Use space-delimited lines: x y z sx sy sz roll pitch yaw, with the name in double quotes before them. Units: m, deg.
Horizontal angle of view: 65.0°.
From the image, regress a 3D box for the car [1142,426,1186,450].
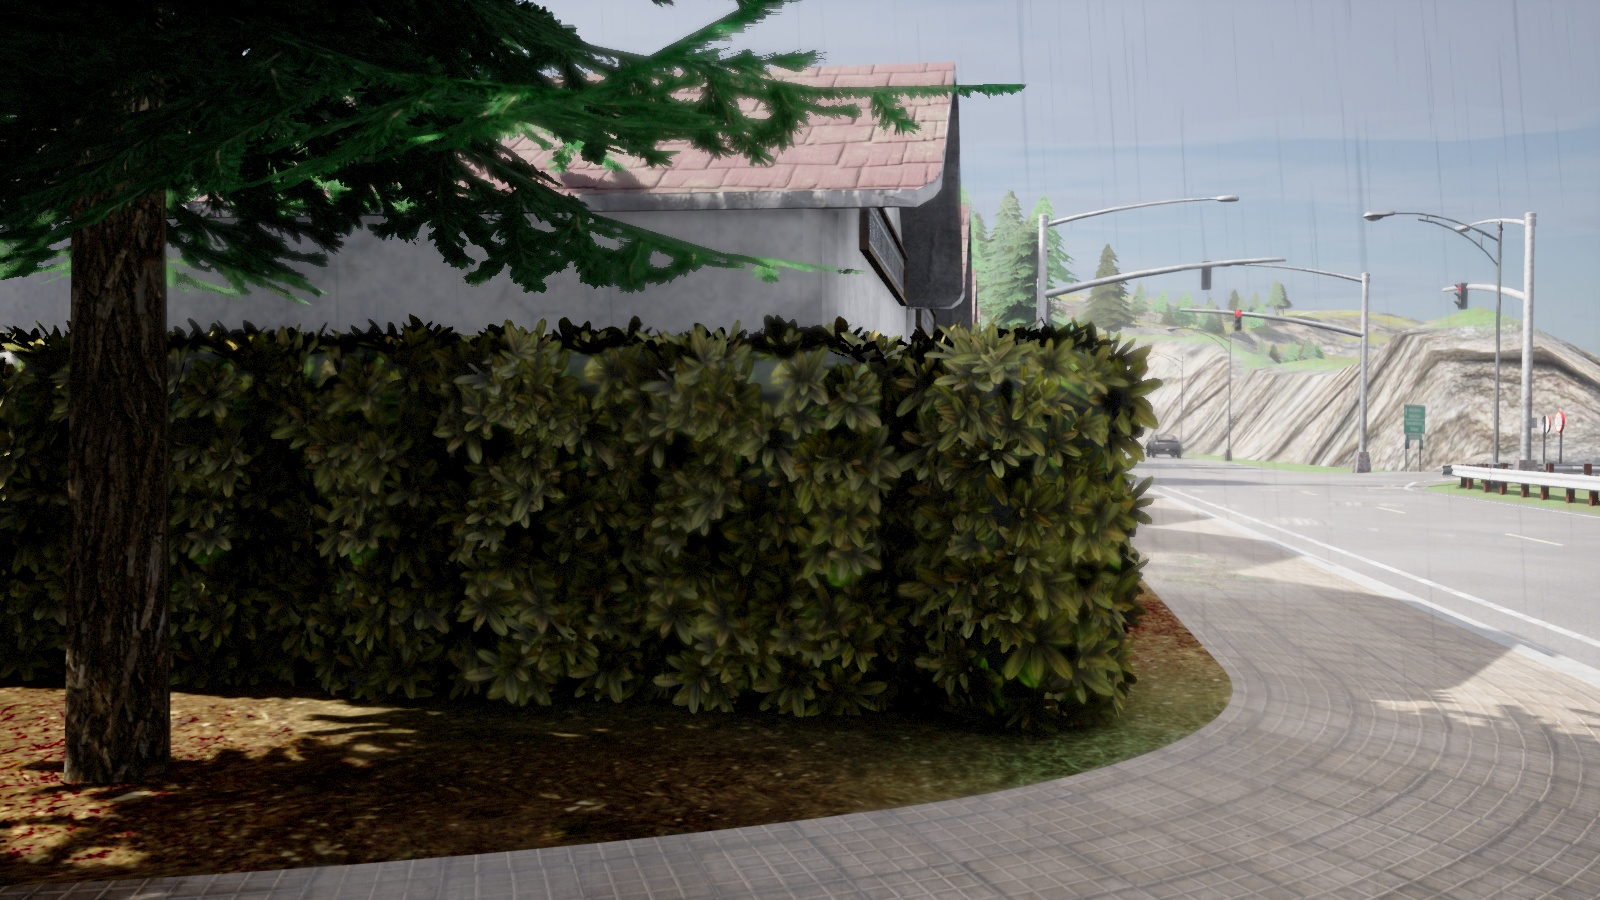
"car" 23.267 -0.792 80.503 2.128 1.511 4.902 0 1 9
